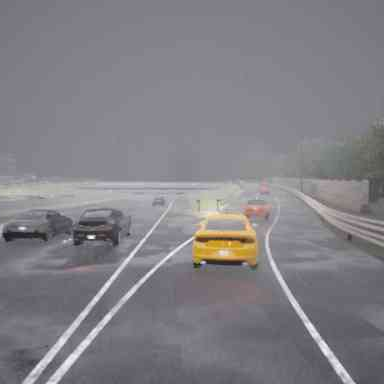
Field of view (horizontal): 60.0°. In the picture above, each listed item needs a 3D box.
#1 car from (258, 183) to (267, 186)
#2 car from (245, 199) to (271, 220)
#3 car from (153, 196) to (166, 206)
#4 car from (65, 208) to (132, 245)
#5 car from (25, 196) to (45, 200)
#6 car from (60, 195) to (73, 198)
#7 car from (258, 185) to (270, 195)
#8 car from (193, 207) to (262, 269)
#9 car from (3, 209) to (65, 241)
[{"bbox_3d":[17.370,-1.167,81.171,2.150,2.045,5.566,0,3,8],"label":"car"},{"bbox_3d":[5.933,1.423,29.997,2.097,1.767,4.553,0,1,16],"label":"car"},{"bbox_3d":[-5.244,1.413,53.593,2.128,1.511,4.902,0,0,-2],"label":"car"},{"bbox_3d":[-3.994,1.503,15.374,1.837,1.490,4.892,0,0,-2],"label":"car"},{"bbox_3d":[-26.370,1.378,55.884,2.033,1.411,5.357,0,0,-1],"label":"car"},{"bbox_3d":[-26.952,1.296,71.703,1.994,1.385,4.181,0,0,-2],"label":"car"},{"bbox_3d":[15.673,-0.127,71.253,1.895,1.301,4.718,0,3,10],"label":"car"},{"bbox_3d":[1.209,1.496,11.358,1.882,1.535,5.008,1,0,8],"label":"car"},{"bbox_3d":[-7.429,1.551,16.455,1.994,1.385,4.181,0,0,-2],"label":"car"}]
